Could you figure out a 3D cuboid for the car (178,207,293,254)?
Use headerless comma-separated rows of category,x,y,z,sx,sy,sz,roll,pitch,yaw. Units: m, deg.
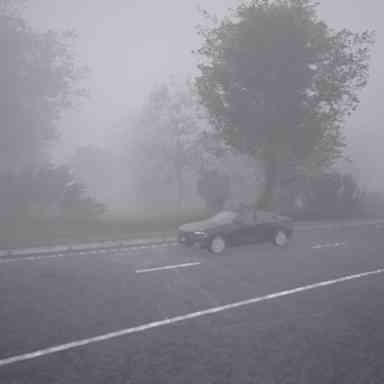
car,1.816,1.408,13.252,5.008,1.535,1.882,-1,1,-31
